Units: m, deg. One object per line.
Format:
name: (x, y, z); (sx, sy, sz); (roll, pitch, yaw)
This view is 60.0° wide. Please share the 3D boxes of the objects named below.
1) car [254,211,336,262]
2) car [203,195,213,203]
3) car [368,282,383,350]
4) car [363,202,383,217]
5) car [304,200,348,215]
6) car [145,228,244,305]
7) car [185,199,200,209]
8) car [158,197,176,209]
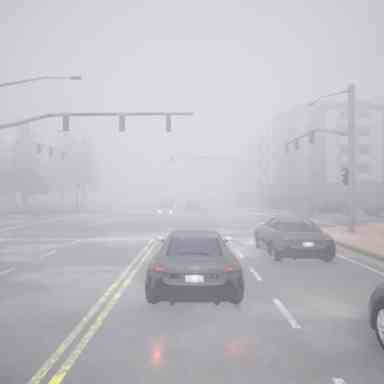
car: (3.585, 1.584, 12.271); (1.994, 1.385, 4.181); (0, 0, 0)
car: (3.490, 1.479, 71.261); (2.128, 1.511, 4.902); (0, 0, 0)
car: (3.601, 1.510, 3.121); (1.837, 1.490, 4.892); (0, 0, 0)
car: (18.556, 1.555, 30.914); (4.892, 1.490, 1.837); (0, 0, -2)
car: (14.061, 1.547, 34.301); (4.902, 1.511, 2.128); (0, 0, -1)
car: (0.061, 1.577, 8.168); (1.994, 1.385, 4.181); (0, 0, 0)
car: (0.089, 1.640, 46.688); (1.994, 1.385, 4.181); (0, 0, 0)
car: (-3.590, 1.602, 47.055); (1.812, 1.442, 4.674); (0, 0, 0)
